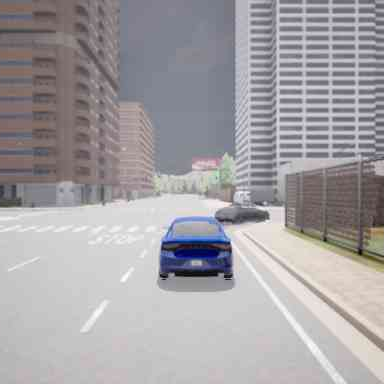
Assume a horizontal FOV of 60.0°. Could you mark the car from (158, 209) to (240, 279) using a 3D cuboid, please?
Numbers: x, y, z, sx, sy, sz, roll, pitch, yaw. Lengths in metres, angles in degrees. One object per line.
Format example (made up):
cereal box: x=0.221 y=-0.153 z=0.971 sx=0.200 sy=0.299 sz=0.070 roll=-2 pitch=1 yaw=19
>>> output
car: x=0.101 y=1.475 z=10.079 sx=1.882 sy=1.535 sz=5.008 roll=0 pitch=0 yaw=0

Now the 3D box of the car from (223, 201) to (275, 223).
car: x=3.666 y=1.548 z=23.985 sx=4.181 sy=1.385 sz=1.994 roll=0 pitch=-1 yaw=-36
